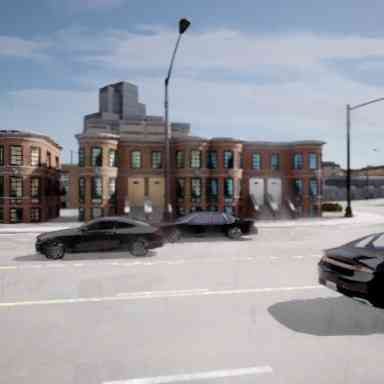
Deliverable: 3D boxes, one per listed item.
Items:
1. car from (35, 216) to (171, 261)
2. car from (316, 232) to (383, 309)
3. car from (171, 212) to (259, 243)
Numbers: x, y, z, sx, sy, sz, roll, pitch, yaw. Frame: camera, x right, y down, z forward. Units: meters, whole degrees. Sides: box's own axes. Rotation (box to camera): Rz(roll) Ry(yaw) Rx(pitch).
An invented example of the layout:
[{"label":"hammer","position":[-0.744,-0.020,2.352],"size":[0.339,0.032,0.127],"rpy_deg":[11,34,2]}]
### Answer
[{"label":"car","position":[-3.321,1.651,12.507],"size":[4.674,1.442,1.812],"rpy_deg":[0,-1,-10]},{"label":"car","position":[4.999,1.544,6.711],"size":[4.902,1.511,2.128],"rpy_deg":[0,-1,-11]},{"label":"car","position":[0.595,1.702,16.787],"size":[5.357,1.411,2.033],"rpy_deg":[0,-1,-10]}]
